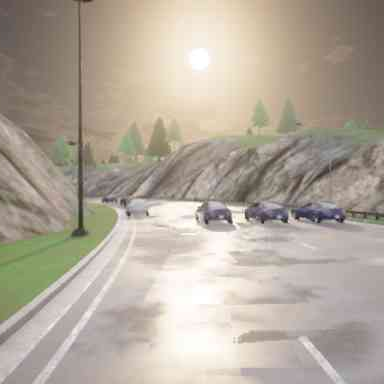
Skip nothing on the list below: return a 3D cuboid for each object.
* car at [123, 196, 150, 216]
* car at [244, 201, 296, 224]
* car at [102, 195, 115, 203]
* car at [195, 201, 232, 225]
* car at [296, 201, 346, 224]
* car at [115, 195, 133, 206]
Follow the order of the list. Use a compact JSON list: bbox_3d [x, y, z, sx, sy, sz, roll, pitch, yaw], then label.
[{"bbox_3d":[-4.872,1.340,29.672,1.812,1.442,4.674,0,0,-14],"label":"car"},{"bbox_3d":[4.998,1.342,22.715,1.812,1.442,4.674,0,0,-9],"label":"car"},{"bbox_3d":[-14.221,1.185,57.907,1.812,1.442,4.674,0,0,-29],"label":"car"},{"bbox_3d":[1.432,1.358,22.776,1.812,1.442,4.674,0,0,-10],"label":"car"},{"bbox_3d":[8.549,1.326,22.659,1.812,1.442,4.674,0,0,-9],"label":"car"},{"bbox_3d":[-8.624,1.212,45.558,2.128,1.511,4.902,0,1,-23],"label":"car"}]
